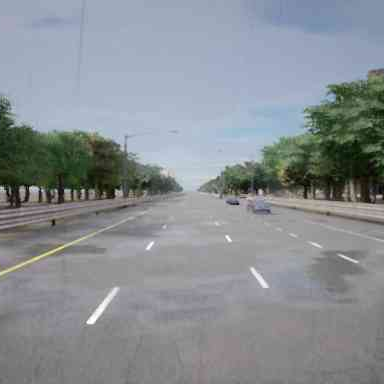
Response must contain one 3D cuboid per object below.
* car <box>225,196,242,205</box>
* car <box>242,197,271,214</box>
[{"bbox_3d":[7.028,1.542,58.721,1.994,1.385,4.181,0,0,0],"label":"car"},{"bbox_3d":[7.016,1.534,35.374,2.033,1.411,5.357,0,0,0],"label":"car"}]
